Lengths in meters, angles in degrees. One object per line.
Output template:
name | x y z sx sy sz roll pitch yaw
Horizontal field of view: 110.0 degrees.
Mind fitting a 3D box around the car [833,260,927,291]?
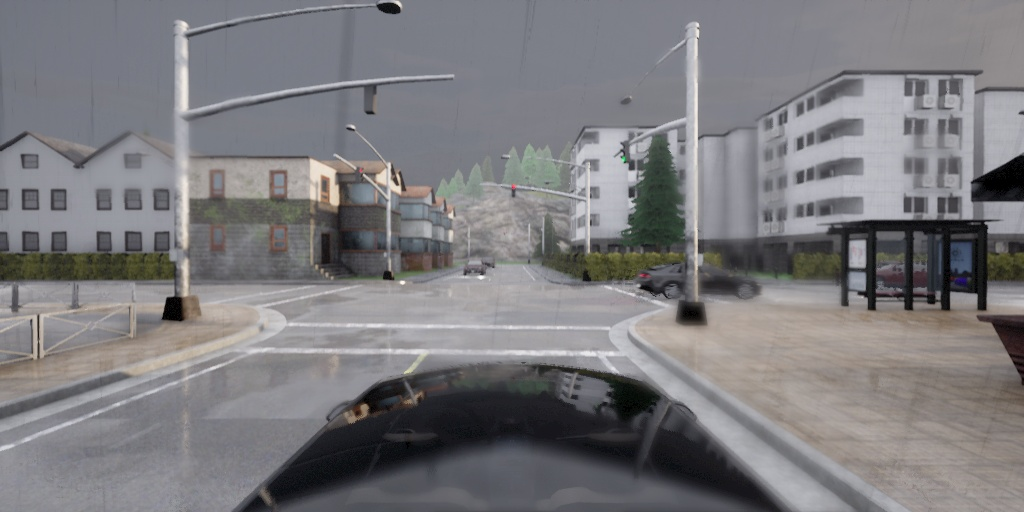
car | 19.595 0.968 18.541 5.008 1.535 1.882 0 0 0

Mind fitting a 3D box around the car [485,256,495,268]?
car | -3.545 0.853 51.500 2.097 1.767 4.553 0 0 0

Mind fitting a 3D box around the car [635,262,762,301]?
car | 7.704 1.016 14.973 4.892 1.490 1.837 1 0 0

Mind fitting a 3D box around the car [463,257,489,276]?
car | -3.587 1.109 35.269 1.812 1.442 4.674 0 0 0
